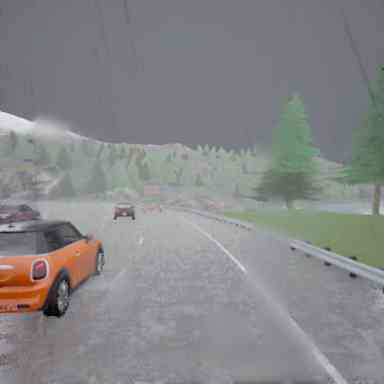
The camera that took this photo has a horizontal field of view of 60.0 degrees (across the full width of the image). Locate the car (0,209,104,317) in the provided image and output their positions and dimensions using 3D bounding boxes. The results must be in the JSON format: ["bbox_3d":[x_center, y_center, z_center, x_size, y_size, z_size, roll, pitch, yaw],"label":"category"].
[{"bbox_3d":[-3.507,1.439,7.741,2.097,1.767,4.553,-1,0,-3],"label":"car"}]

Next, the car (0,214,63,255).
[{"bbox_3d":[-7.538,1.780,15.105,1.895,1.301,4.718,-1,0,-6],"label":"car"}]

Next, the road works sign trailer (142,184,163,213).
[{"bbox_3d":[-5.000,0.760,41.080,2.380,3.560,2.880,-1,0,-16],"label":"road works sign trailer"}]

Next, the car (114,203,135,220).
[{"bbox_3d":[-6.401,1.784,31.487,1.812,1.442,4.674,0,0,-12],"label":"car"}]

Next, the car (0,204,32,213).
[{"bbox_3d":[-12.105,1.632,23.164,2.097,1.767,4.553,-1,0,-9],"label":"car"}]
